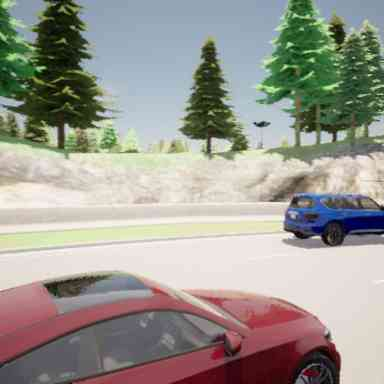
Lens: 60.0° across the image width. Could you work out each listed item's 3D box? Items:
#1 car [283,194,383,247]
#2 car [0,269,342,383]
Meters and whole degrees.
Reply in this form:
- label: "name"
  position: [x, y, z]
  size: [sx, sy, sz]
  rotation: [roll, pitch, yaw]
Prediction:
- label: "car"
  position: [6.649, 1.090, 14.321]
  size: [5.566, 2.045, 2.150]
  rotation: [0, 0, -18]
- label: "car"
  position: [-0.633, 1.491, 3.021]
  size: [4.674, 1.442, 1.812]
  rotation: [0, 0, -33]
